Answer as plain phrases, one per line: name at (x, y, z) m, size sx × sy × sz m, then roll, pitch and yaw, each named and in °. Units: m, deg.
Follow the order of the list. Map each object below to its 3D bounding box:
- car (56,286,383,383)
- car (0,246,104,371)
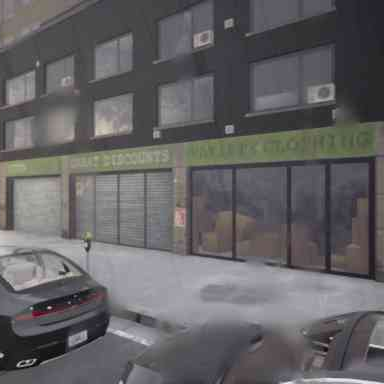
car at (1.338, 1.551, 2.133) m, size 4.403 × 1.369 × 2.008 m, roll 0°, pitch 0°, yaw 35°
car at (-3.171, 1.550, 5.323) m, size 4.403 × 1.369 × 2.008 m, roll 0°, pitch 0°, yaw 35°
